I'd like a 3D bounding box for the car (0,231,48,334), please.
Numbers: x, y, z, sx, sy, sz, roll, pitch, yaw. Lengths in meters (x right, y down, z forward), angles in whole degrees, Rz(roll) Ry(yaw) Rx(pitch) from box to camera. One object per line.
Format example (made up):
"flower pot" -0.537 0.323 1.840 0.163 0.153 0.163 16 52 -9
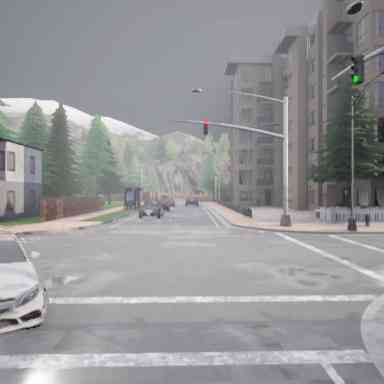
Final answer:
"car" -4.102 1.535 6.480 1.812 1.442 4.674 1 -1 -31

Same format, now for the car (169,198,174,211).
"car" -3.606 1.675 40.105 1.895 1.301 4.718 0 0 0

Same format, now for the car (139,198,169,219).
"car" -3.605 1.547 30.068 2.128 1.511 4.902 0 0 0

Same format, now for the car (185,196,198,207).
"car" -0.023 1.453 54.470 2.097 1.767 4.553 0 0 0
